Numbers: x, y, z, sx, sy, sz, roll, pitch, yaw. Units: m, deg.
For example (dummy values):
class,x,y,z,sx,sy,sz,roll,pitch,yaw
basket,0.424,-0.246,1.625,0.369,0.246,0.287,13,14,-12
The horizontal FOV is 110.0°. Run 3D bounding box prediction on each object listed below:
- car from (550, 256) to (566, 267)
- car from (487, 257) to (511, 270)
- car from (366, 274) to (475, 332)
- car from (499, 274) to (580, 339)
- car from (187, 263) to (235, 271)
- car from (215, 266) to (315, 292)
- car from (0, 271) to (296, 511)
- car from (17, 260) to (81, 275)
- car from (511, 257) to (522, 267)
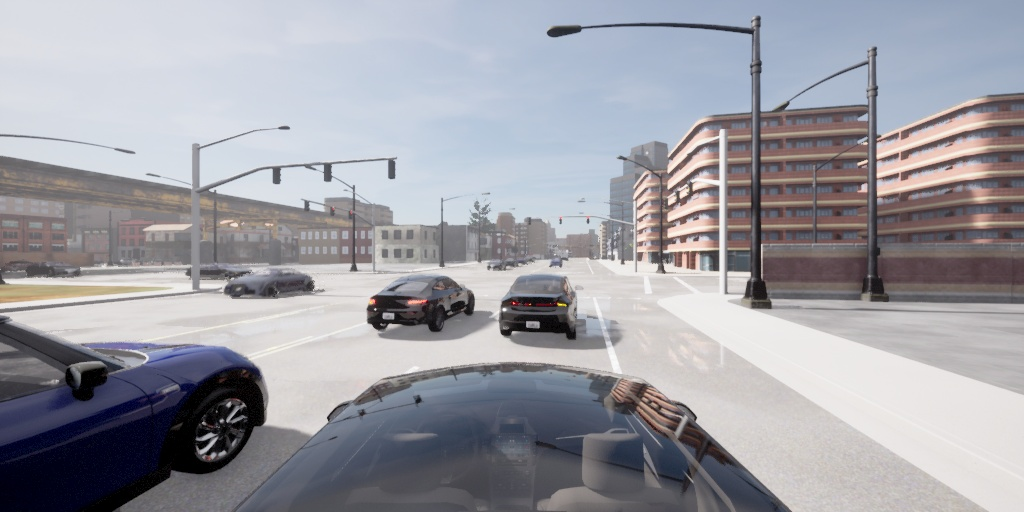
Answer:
class,x,y,z,sx,sy,sz,roll,pitch,yaw
car,7.219,0.989,57.746,2.033,1.411,5.357,0,1,11
car,-2.002,1.101,47.985,2.128,1.511,4.902,0,1,11
car,-2.531,1.275,10.848,1.812,1.442,4.674,0,0,11
car,0.914,1.254,10.206,1.837,1.490,4.892,0,0,11
car,-24.888,1.293,30.548,5.357,1.411,2.033,0,0,10
car,-12.163,1.312,18.293,1.994,1.385,4.181,0,0,8
car,-3.858,1.102,2.072,2.097,1.767,4.553,0,0,6
car,-43.492,1.238,34.013,4.902,1.511,2.128,0,0,14
car,-0.198,0.951,57.261,1.882,1.535,5.008,0,1,11
